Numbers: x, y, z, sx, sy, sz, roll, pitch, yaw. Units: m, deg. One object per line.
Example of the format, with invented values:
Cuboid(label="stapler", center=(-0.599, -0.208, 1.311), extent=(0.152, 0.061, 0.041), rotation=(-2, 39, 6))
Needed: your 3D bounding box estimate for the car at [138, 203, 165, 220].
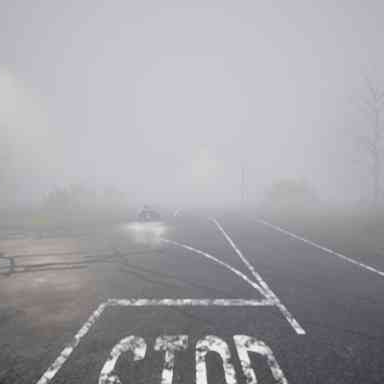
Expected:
Cuboid(label="car", center=(-3.449, 1.613, 28.575), extent=(1.895, 1.301, 4.718), rotation=(0, 0, 0))
